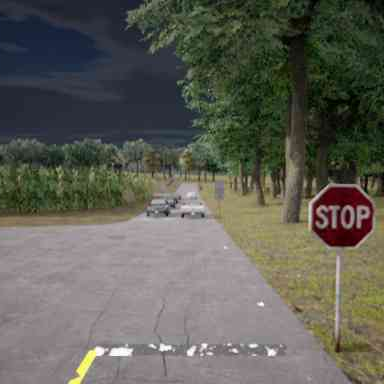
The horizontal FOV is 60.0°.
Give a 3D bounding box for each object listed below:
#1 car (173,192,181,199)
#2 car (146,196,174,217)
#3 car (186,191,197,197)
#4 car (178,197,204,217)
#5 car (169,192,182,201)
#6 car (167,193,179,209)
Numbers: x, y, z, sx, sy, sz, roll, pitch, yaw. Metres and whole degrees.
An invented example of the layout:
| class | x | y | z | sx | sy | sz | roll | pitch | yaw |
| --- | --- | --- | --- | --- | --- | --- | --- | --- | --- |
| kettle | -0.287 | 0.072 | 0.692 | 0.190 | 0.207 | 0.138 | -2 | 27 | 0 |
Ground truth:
| class | x | y | z | sx | sy | sz | roll | pitch | yaw |
| --- | --- | --- | --- | --- | --- | --- | --- | --- | --- |
| car | -2.918 | 1.027 | 48.299 | 1.895 | 1.301 | 4.718 | 0 | 1 | 0 |
| car | -2.897 | 1.330 | 29.552 | 1.812 | 1.442 | 4.674 | 0 | 1 | 0 |
| car | -0.003 | 0.618 | 62.288 | 1.812 | 1.442 | 4.674 | 0 | 1 | 0 |
| car | 0.054 | 1.413 | 29.044 | 1.895 | 1.301 | 4.718 | 0 | 1 | 0 |
| car | -2.892 | 0.751 | 58.318 | 1.994 | 1.385 | 4.181 | 0 | 1 | 0 |
| car | -2.908 | 1.207 | 38.726 | 1.994 | 1.385 | 4.181 | 0 | 1 | 0 |
